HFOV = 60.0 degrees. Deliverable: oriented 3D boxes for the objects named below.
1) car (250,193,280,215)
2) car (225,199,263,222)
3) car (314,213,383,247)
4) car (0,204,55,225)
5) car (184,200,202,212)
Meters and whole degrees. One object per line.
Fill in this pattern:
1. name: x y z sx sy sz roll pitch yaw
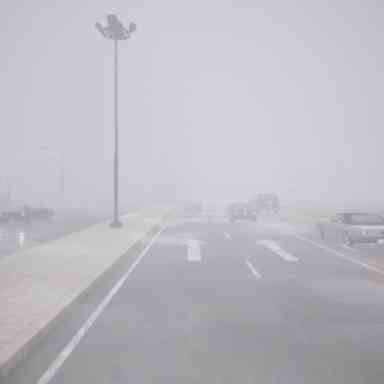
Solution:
1. car: 7.095 1.114 33.051 2.150 2.045 5.566 0 0 0
2. car: 3.596 1.466 25.036 2.033 1.411 5.357 0 0 0
3. car: 7.097 1.553 14.716 1.895 1.301 4.718 0 0 0
4. car: -11.504 1.532 23.419 1.895 1.301 4.718 0 0 0
5. car: 0.094 1.484 36.154 1.895 1.301 4.718 0 0 0
